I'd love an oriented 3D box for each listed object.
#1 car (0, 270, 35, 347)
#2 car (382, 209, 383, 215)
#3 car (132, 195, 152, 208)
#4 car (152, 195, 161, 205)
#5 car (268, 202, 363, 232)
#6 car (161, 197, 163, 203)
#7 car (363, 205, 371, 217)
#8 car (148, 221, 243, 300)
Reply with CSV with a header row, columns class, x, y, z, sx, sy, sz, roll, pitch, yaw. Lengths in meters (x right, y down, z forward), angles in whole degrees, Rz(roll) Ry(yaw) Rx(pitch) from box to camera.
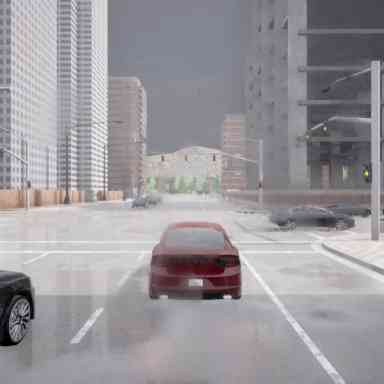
class,x,y,z,sx,sy,sz,roll,pitch,yaw
car,-3.449,1.492,3.442,2.128,1.511,4.902,0,0,0
car,18.473,1.221,26.747,5.566,2.045,2.150,0,0,0
car,-7.248,1.505,46.959,1.837,1.490,4.892,0,0,1
car,-7.094,1.352,56.792,2.097,1.767,4.553,0,0,1
car,6.974,1.491,19.613,4.902,1.511,2.128,0,0,0
car,-6.886,1.547,67.061,2.033,1.411,5.357,0,0,1
car,13.922,1.564,30.275,4.181,1.385,1.994,0,0,0
car,0.064,1.478,8.447,1.882,1.535,5.008,0,0,0
